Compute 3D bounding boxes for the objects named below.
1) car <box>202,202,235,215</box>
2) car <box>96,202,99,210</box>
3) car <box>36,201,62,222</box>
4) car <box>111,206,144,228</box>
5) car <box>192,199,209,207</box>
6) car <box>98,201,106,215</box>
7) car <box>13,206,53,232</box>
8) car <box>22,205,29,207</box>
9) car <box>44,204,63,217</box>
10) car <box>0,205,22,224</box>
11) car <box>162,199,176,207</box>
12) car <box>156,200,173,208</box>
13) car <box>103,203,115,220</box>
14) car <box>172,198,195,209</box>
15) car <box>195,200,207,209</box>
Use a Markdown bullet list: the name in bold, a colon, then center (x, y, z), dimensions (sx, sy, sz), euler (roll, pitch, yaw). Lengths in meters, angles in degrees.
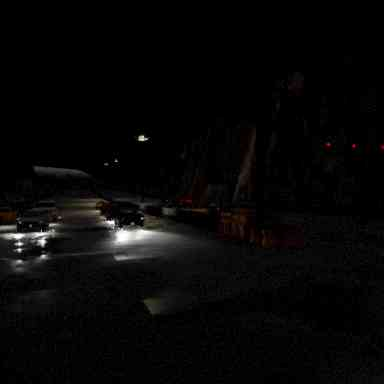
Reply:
- **car**: center (3.089, 2.155, 36.082), dimensions (1.994, 1.385, 4.181), euler (0, -1, -19)
- **car**: center (-16.120, 2.443, 59.618), dimensions (1.882, 1.535, 5.008), euler (0, 0, -19)
- **car**: center (-14.960, 1.946, 34.174), dimensions (2.150, 2.045, 5.566), euler (0, -1, -19)
- **car**: center (-5.179, 2.135, 27.228), dimensions (1.895, 1.301, 4.718), euler (0, -1, -19)
- **car**: center (1.748, 2.372, 72.295), dimensions (2.033, 1.411, 5.357), euler (0, 0, -19)
- **car**: center (-11.311, 2.291, 45.226), dimensions (1.882, 1.535, 5.008), euler (0, 0, -18)
- **car**: center (-11.817, 2.087, 25.007), dimensions (1.812, 1.442, 4.674), euler (0, -1, -19)
- **car**: center (-21.447, 2.407, 42.392), dimensions (2.033, 1.411, 5.357), euler (0, -1, -19)
- **car**: center (-18.386, 2.401, 44.263), dimensions (2.033, 1.411, 5.357), euler (0, 0, -19)
- **car**: center (-17.691, 2.186, 31.334), dimensions (1.882, 1.535, 5.008), euler (0, -1, -19)
- **car**: center (-4.878, 2.359, 70.040), dimensions (1.837, 1.490, 4.892), euler (0, 0, -19)
- **car**: center (-5.193, 2.437, 60.132), dimensions (1.994, 1.385, 4.181), euler (0, 0, -19)
- **car**: center (-8.018, 2.246, 35.505), dimensions (1.994, 1.385, 4.181), euler (0, -1, -19)
- **car**: center (-1.521, 2.358, 60.176), dimensions (1.837, 1.490, 4.892), euler (0, 0, -19)
- **car**: center (1.791, 2.317, 61.306), dimensions (1.882, 1.535, 5.008), euler (0, 0, -19)
